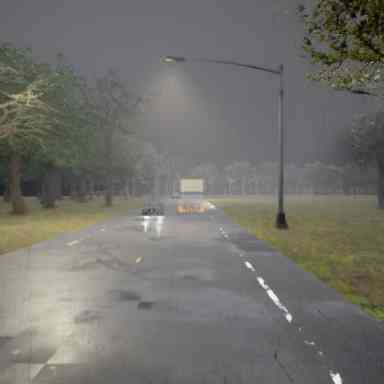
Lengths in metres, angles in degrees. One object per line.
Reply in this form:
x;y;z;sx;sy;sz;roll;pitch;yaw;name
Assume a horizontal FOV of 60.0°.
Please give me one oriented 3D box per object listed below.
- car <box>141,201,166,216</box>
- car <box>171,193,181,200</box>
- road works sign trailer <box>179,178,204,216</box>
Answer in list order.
-3.603;1.516;31.745;1.994;1.385;4.181;0;0;0;car
-3.519;0.949;73.306;1.882;1.535;5.008;0;0;0;car
-0.009;0.416;31.886;2.380;3.560;2.880;0;0;0;road works sign trailer
